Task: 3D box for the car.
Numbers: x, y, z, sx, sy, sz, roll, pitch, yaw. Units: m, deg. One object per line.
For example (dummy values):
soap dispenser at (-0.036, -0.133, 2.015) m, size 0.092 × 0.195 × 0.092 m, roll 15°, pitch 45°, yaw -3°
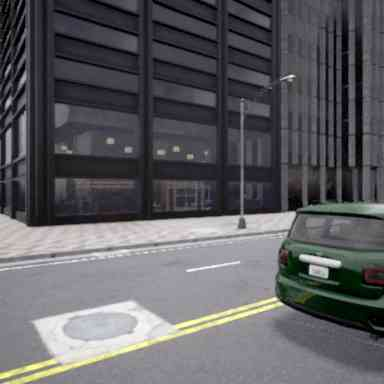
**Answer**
car at (3.980, 1.217, 6.278) m, size 5.566 × 2.045 × 2.150 m, roll 0°, pitch 0°, yaw -36°
